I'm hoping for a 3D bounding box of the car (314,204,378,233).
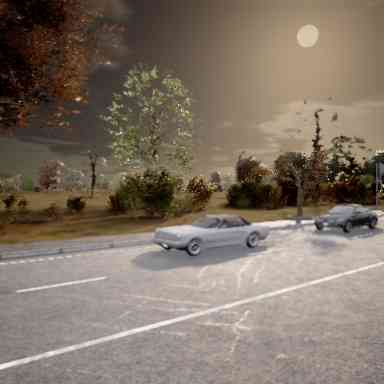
[{"bbox_3d":[9.053,1.455,19.332,4.674,1.442,1.812,0,0,-37],"label":"car"}]

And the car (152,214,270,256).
[{"bbox_3d":[0.845,1.581,13.135,4.718,1.301,1.895,0,0,-36],"label":"car"}]
